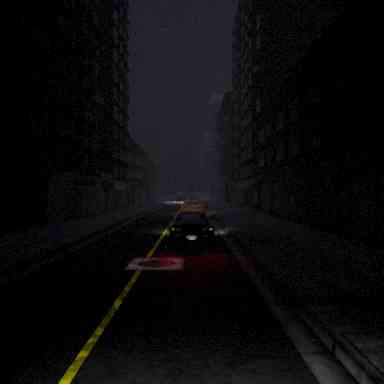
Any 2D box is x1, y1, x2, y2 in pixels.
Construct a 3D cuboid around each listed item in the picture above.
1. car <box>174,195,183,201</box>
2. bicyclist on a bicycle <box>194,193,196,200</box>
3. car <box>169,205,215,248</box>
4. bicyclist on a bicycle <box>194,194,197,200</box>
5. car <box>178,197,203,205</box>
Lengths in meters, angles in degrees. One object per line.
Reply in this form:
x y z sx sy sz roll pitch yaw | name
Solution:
-2.999 1.419 75.925 1.895 1.301 4.718 0 0 0 | car
0.824 1.165 88.886 0.659 1.776 1.843 0 1 0 | bicyclist on a bicycle
0.000 1.525 14.649 1.812 1.442 4.674 0 0 0 | car
0.826 1.299 79.891 0.582 1.620 1.656 0 0 0 | bicyclist on a bicycle
0.000 1.465 29.649 1.882 1.535 5.008 0 0 0 | car
